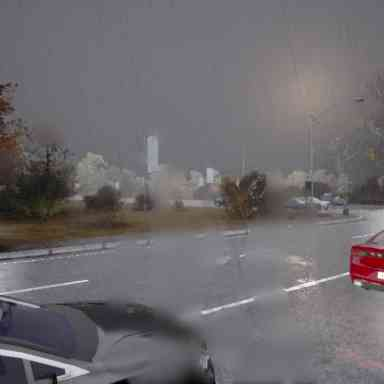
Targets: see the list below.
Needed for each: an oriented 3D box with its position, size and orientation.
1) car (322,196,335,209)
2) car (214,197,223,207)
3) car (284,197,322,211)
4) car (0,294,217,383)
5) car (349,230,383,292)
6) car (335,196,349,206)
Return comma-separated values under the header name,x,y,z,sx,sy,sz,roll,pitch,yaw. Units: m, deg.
name,x,y,z,sx,sy,sz,roll,pitch,yaw
car,13.898,1.281,39.162,1.812,1.442,4.674,-1,0,-39
car,5.056,1.296,44.561,1.837,1.490,4.892,-1,0,-39
car,11.113,1.334,37.009,2.033,1.411,5.357,-1,0,-39
car,-2.007,1.492,2.299,4.902,1.511,2.128,0,0,-35
car,5.709,1.445,7.814,5.008,1.535,1.882,0,0,-36
car,18.357,1.241,45.078,2.033,1.411,5.357,-1,0,-39
